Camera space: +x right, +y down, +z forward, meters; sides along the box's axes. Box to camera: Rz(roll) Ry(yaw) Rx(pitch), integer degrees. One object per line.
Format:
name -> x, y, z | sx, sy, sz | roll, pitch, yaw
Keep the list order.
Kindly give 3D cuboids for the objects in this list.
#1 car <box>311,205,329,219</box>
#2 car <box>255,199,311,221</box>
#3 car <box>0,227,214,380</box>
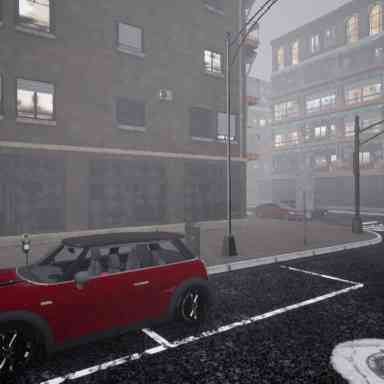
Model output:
car -> 8.879, 1.347, 27.703 | 1.882, 1.535, 5.008 | -1, 1, -35
car -> 6.792, 1.472, 26.182 | 1.802, 1.307, 4.206 | 0, 0, -35
car -> -1.698, 1.440, 5.408 | 4.097, 1.590, 1.967 | 0, 0, -35
